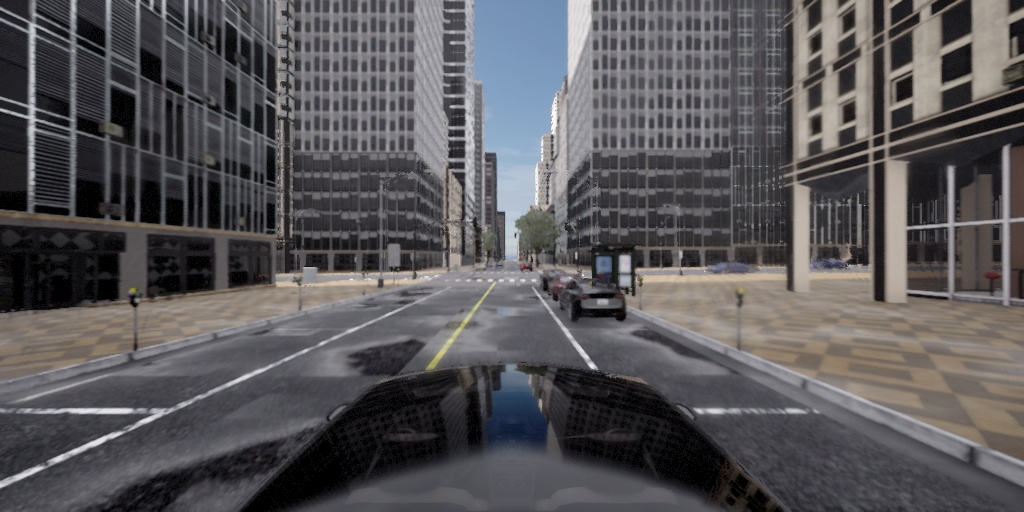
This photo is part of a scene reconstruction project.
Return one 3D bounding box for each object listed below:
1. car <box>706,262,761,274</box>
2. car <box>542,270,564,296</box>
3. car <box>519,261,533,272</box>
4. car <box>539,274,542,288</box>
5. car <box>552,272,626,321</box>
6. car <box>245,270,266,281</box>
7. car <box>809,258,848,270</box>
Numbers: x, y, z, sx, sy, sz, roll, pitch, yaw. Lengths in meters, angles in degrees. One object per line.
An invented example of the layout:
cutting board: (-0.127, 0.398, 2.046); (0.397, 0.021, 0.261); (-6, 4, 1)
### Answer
car: (25.194, 1.374, 40.934); (5.357, 1.411, 2.033); (-1, 0, -1)
car: (2.801, 1.530, 18.557); (1.802, 1.307, 4.207); (0, 0, 0)
car: (2.561, 1.781, 63.169); (2.192, 1.841, 5.009); (0, 0, 0)
car: (2.819, 1.580, 24.242); (1.948, 1.339, 4.313); (0, 0, 0)
car: (2.742, 1.447, 12.874); (1.948, 1.339, 4.313); (0, 0, 0)
car: (-30.070, 2.232, 39.809); (4.892, 1.490, 1.837); (1, 0, -1)
car: (41.960, 1.114, 47.815); (4.674, 1.442, 1.812); (-1, 0, -1)
